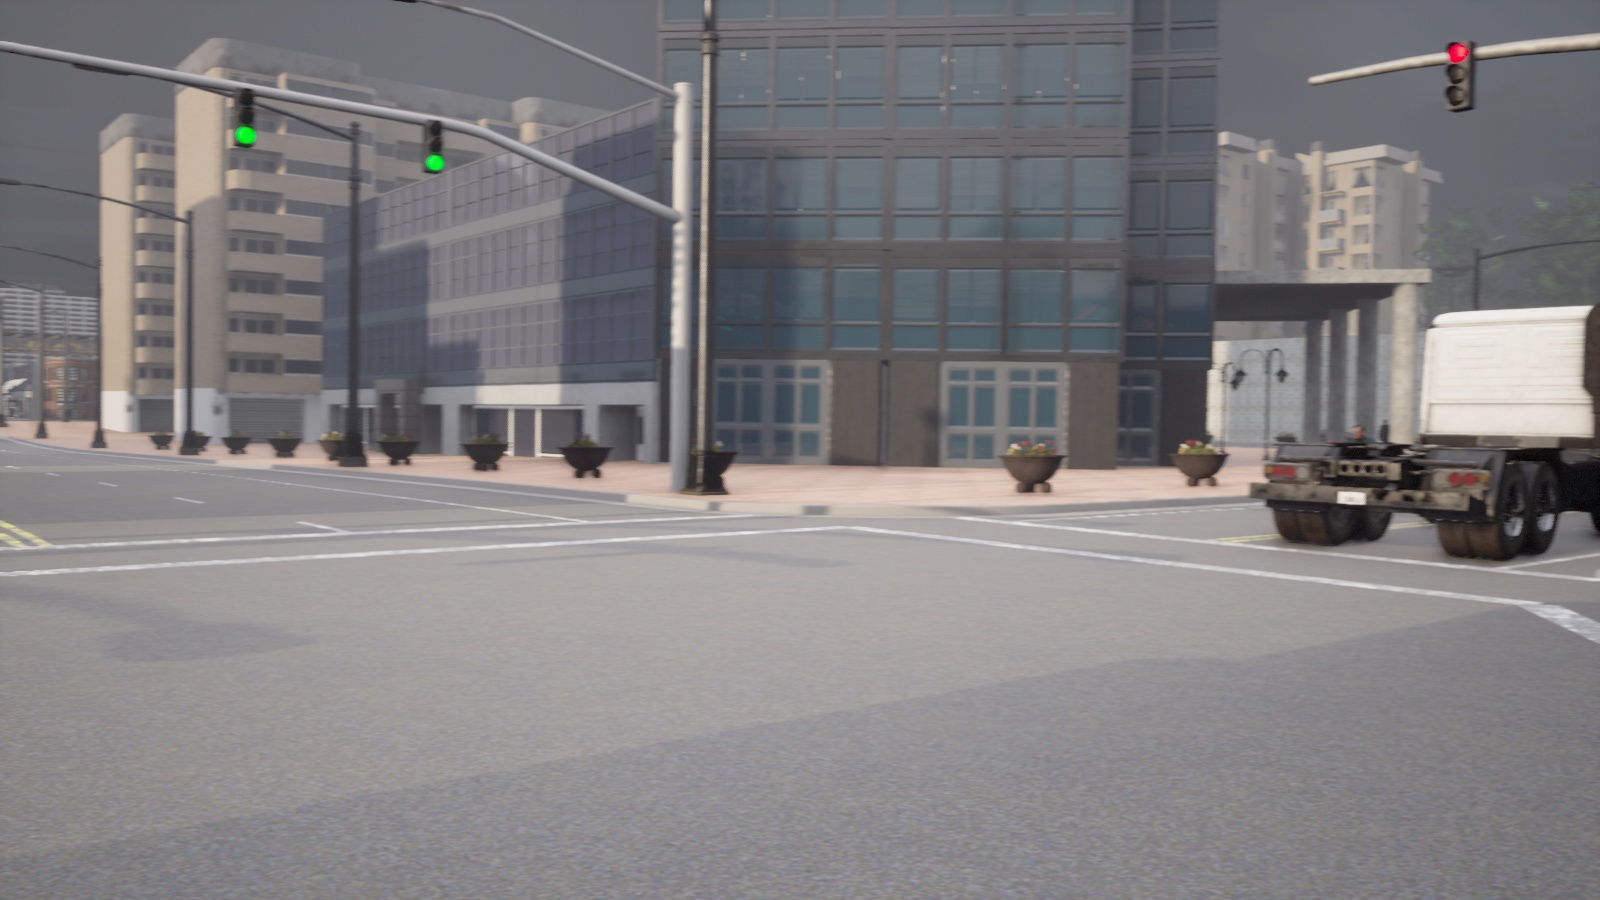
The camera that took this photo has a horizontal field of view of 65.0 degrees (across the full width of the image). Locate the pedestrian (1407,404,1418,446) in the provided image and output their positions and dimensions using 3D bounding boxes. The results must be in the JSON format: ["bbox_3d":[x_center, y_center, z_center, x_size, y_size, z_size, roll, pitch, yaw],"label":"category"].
[{"bbox_3d":[28.362,-1.172,58.143,0.423,1.949,0.788,0,2,29],"label":"pedestrian"}]

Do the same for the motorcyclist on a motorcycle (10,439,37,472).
[{"bbox_3d":[-36.350,0.262,58.769,0.797,1.523,2.044,-1,1,-38],"label":"motorcyclist on a motorcycle"}]

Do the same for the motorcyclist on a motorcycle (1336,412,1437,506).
[{"bbox_3d":[10.322,0.133,22.077,1.817,1.590,0.866,-1,2,-38],"label":"motorcyclist on a motorcycle"}]

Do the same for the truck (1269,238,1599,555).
[{"bbox_3d":[9.842,-0.684,17.426,7.936,3.462,2.891,-2,2,-42],"label":"truck"}]
